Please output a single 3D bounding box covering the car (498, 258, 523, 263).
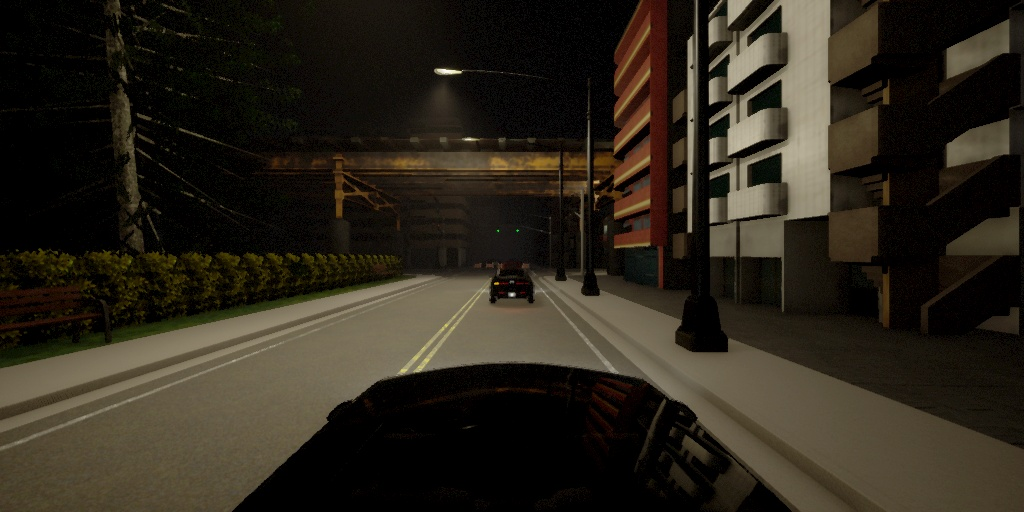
[{"bbox_3d":[0.000,1.234,31.500,1.882,1.535,5.008,0,0,0],"label":"car"}]

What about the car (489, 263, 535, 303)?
[{"bbox_3d":[0.000,1.265,16.500,1.837,1.490,4.892,0,0,0],"label":"car"}]
